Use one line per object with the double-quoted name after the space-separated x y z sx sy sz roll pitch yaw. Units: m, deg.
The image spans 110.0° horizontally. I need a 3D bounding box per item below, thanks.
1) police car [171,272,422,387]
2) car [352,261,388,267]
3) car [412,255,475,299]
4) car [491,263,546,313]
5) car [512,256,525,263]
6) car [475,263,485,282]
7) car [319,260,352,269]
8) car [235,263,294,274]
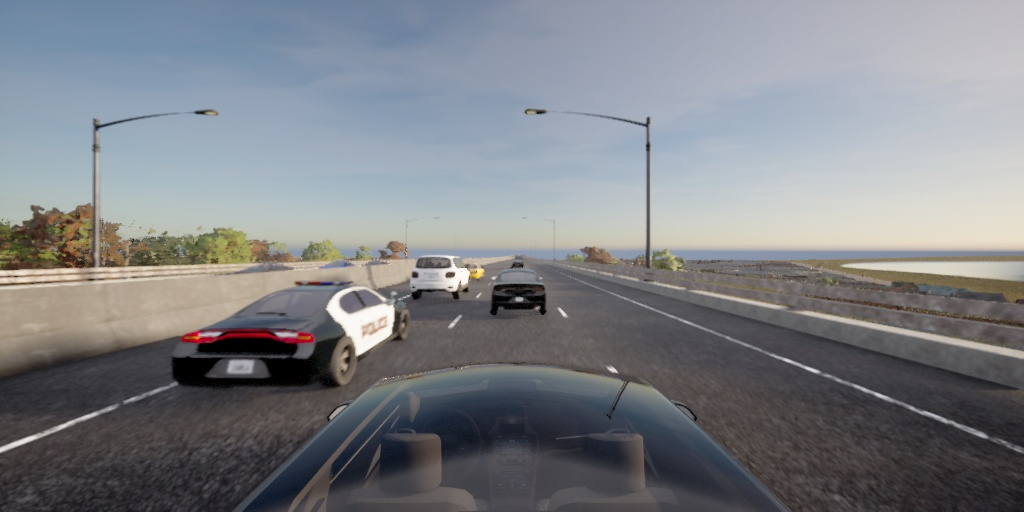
-3.494 1.251 7.049 2.038 1.542 4.974 0 0 0 "police car"
-13.732 1.244 35.931 1.837 1.490 4.892 0 0 1 "car"
-3.423 0.966 18.047 2.150 2.045 5.566 0 0 1 "car"
0.212 1.224 13.916 1.882 1.535 5.008 0 0 0 "car"
1.001 1.243 58.497 1.882 1.535 5.008 0 0 2 "car"
-3.279 1.202 29.174 1.801 1.575 5.366 0 0 1 "car"
-17.237 1.213 35.785 1.882 1.535 5.008 0 0 1 "car"
-20.843 1.280 30.589 2.033 1.411 5.357 0 0 1 "car"
